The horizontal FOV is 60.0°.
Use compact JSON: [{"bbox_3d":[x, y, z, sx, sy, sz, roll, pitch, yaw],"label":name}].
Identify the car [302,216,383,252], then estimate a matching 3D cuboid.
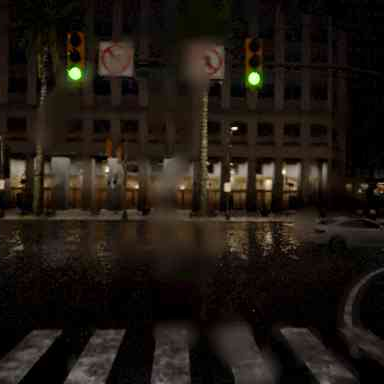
[{"bbox_3d":[7.299,1.815,14.722,4.674,1.442,1.812,1,-1,-2],"label":"car"}]
